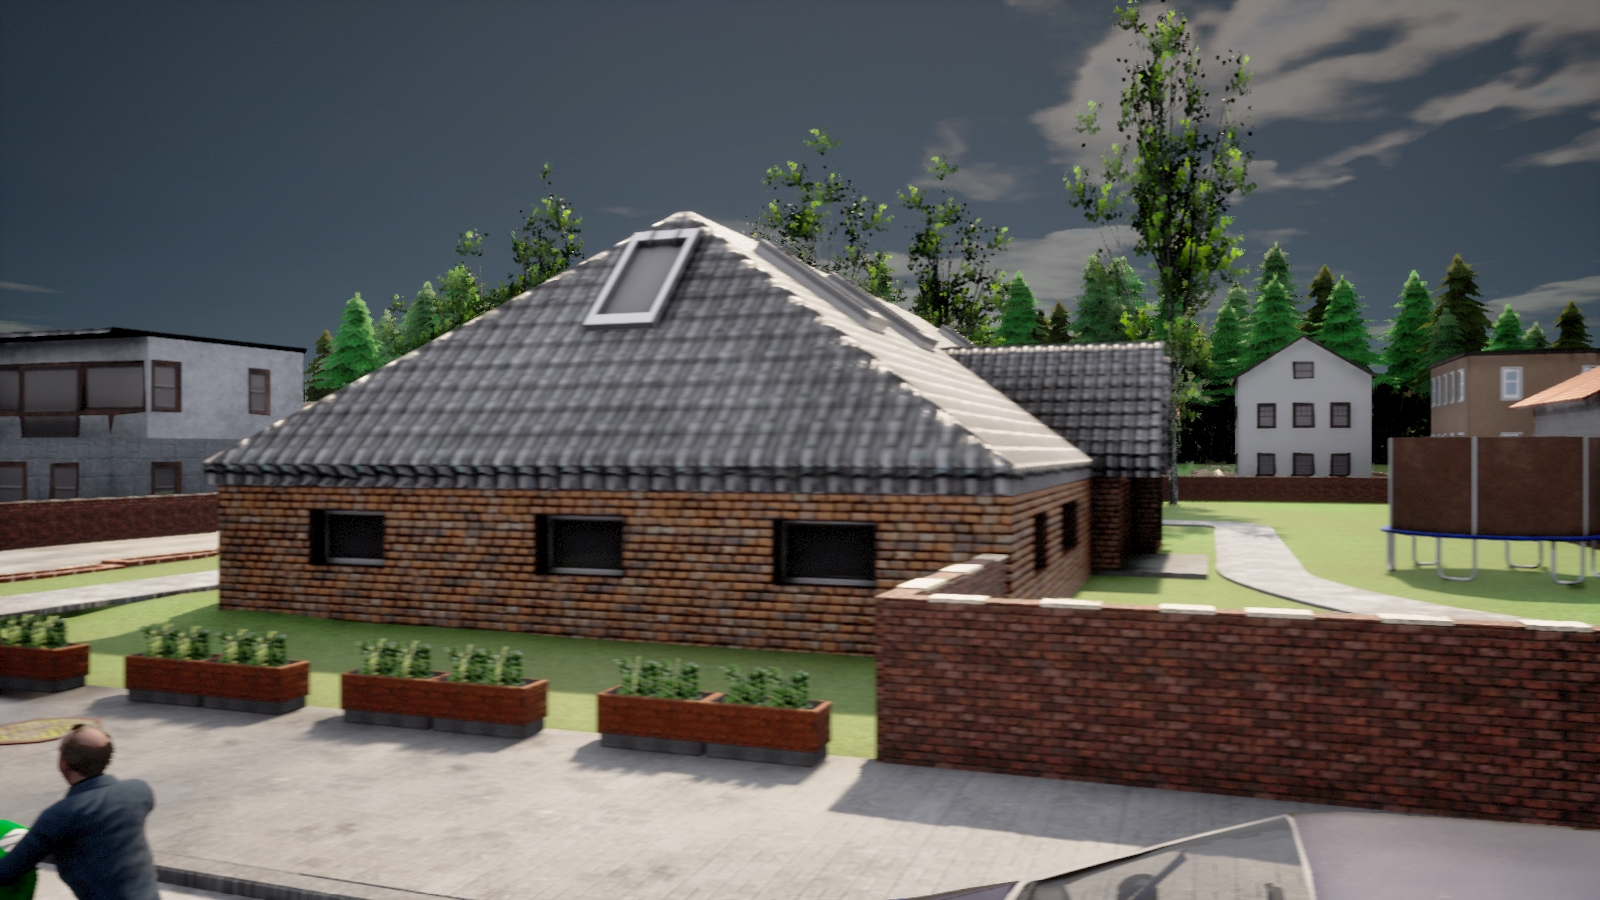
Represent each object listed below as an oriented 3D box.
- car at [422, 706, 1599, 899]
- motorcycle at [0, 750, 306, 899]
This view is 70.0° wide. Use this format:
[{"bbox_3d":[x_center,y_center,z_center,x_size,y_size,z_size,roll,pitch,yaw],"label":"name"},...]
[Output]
[{"bbox_3d":[1.574,1.968,3.224,4.611,1.667,2.242,0,0,20],"label":"car"},{"bbox_3d":[-3.175,2.142,4.940,1.805,1.316,0.856,0,0,19],"label":"motorcycle"}]
